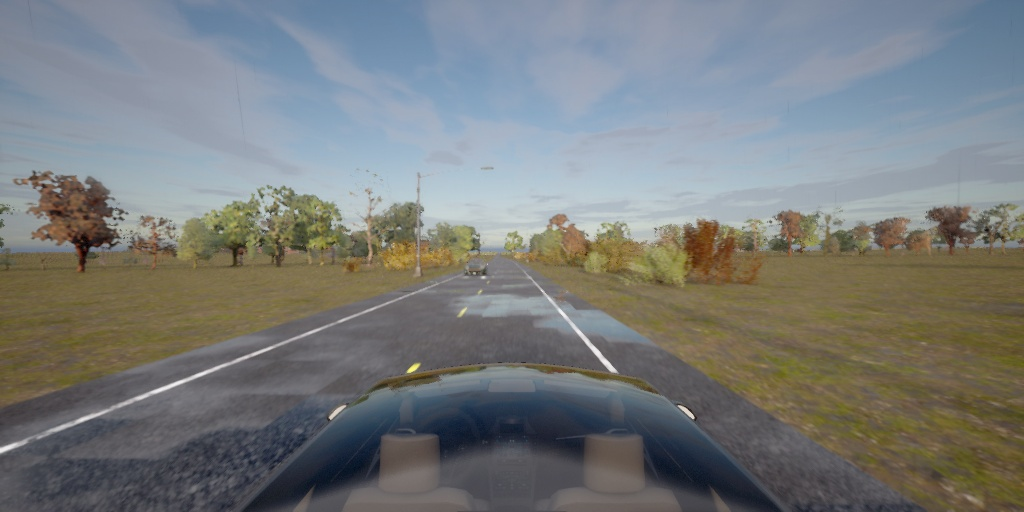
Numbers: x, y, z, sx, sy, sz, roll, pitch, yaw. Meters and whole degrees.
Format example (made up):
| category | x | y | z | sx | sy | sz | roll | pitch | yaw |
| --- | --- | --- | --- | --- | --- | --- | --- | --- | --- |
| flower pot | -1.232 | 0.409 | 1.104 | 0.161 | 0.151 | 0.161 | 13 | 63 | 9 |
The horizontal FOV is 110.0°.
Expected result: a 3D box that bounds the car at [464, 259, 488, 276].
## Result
| category | x | y | z | sx | sy | sz | roll | pitch | yaw |
| --- | --- | --- | --- | --- | --- | --- | --- | --- | --- |
| car | -3.668 | 1.092 | 37.057 | 2.097 | 1.767 | 4.553 | 0 | 0 | 0 |
